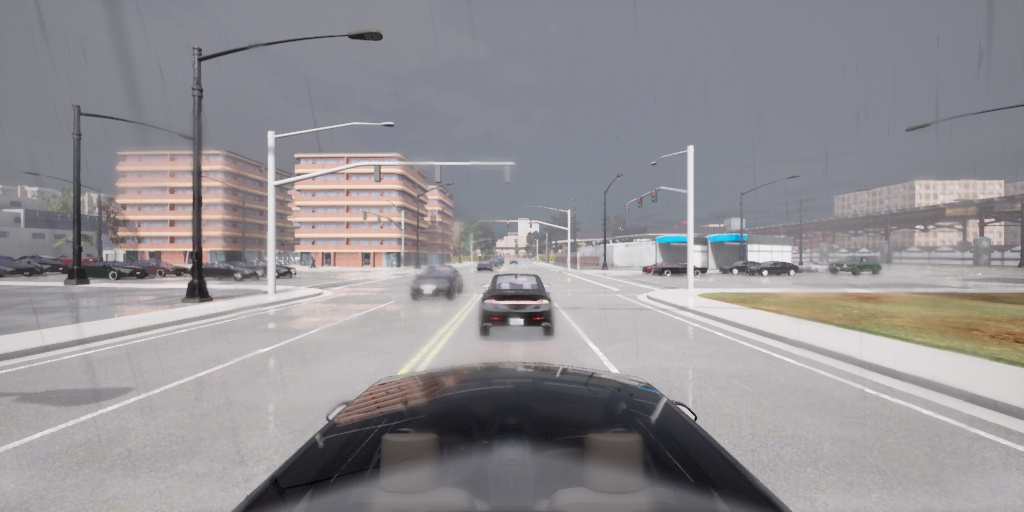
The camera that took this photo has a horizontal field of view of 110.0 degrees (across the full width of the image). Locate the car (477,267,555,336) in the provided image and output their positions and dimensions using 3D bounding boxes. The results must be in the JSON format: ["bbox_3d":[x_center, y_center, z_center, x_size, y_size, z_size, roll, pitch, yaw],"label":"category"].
[{"bbox_3d":[0.121,1.241,10.320,2.128,1.511,4.902,0,0,0],"label":"car"}]

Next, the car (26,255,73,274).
[{"bbox_3d":[-40.295,0.868,30.478,4.181,1.385,1.994,1,0,1],"label":"car"}]

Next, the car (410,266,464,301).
[{"bbox_3d":[-3.522,1.241,17.521,2.128,1.511,4.902,0,0,0],"label":"car"}]

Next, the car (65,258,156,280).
[{"bbox_3d":[-29.790,1.053,26.708,4.181,1.385,1.994,1,0,1],"label":"car"}]

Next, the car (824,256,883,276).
[{"bbox_3d":[36.327,0.971,37.836,5.566,2.045,2.150,0,0,-19],"label":"car"}]

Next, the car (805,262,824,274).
[{"bbox_3d":[34.884,1.350,41.006,4.718,1.301,1.895,0,0,-19],"label":"car"}]

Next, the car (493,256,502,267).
[{"bbox_3d":[-3.261,1.254,63.615,1.837,1.490,4.892,0,0,1],"label":"car"}]

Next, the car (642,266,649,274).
[{"bbox_3d":[16.474,1.313,39.157,4.181,1.385,1.994,0,0,1],"label":"car"}]

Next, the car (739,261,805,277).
[{"bbox_3d":[25.913,1.254,35.781,4.892,1.490,1.837,0,0,-5],"label":"car"}]

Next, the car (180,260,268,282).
[{"bbox_3d":[-20.950,1.109,26.485,4.902,1.511,2.128,1,0,1],"label":"car"}]

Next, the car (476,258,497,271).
[{"bbox_3d":[-3.382,1.279,45.290,2.033,1.411,5.357,0,-1,0],"label":"car"}]

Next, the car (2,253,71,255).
[{"bbox_3d":[-50.378,0.627,37.870,4.892,1.490,1.837,1,0,2],"label":"car"}]

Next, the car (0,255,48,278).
[{"bbox_3d":[-39.043,0.875,26.943,5.357,1.411,2.033,1,0,1],"label":"car"}]

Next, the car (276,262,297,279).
[{"bbox_3d":[-20.661,1.108,29.976,4.902,1.511,2.128,1,0,1],"label":"car"}]

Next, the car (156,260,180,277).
[{"bbox_3d":[-30.404,1.025,30.227,5.357,1.411,2.033,1,0,1],"label":"car"}]

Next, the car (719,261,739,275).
[{"bbox_3d":[25.218,1.254,39.234,4.892,1.490,1.837,0,0,-5],"label":"car"}]

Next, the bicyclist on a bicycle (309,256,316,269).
[{"bbox_3d":[-25.928,0.843,46.605,0.582,1.620,1.656,1,0,1],"label":"bicyclist on a bicycle"}]

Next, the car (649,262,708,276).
[{"bbox_3d":[16.634,1.350,35.629,4.718,1.301,1.895,0,0,0],"label":"car"}]
